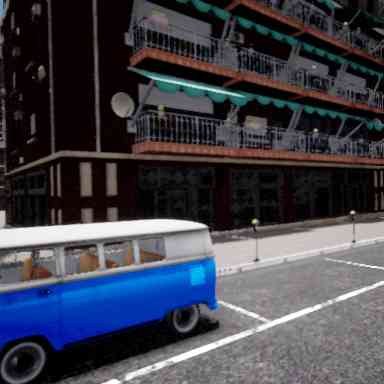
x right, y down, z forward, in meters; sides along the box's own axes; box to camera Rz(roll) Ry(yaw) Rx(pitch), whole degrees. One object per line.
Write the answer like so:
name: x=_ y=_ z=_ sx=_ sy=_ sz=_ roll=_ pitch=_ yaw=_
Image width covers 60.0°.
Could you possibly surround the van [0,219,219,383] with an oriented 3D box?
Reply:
van: x=-1.469 y=1.379 z=5.076 sx=3.998 sy=1.788 sz=1.690 roll=-1 pitch=-1 yaw=-36
